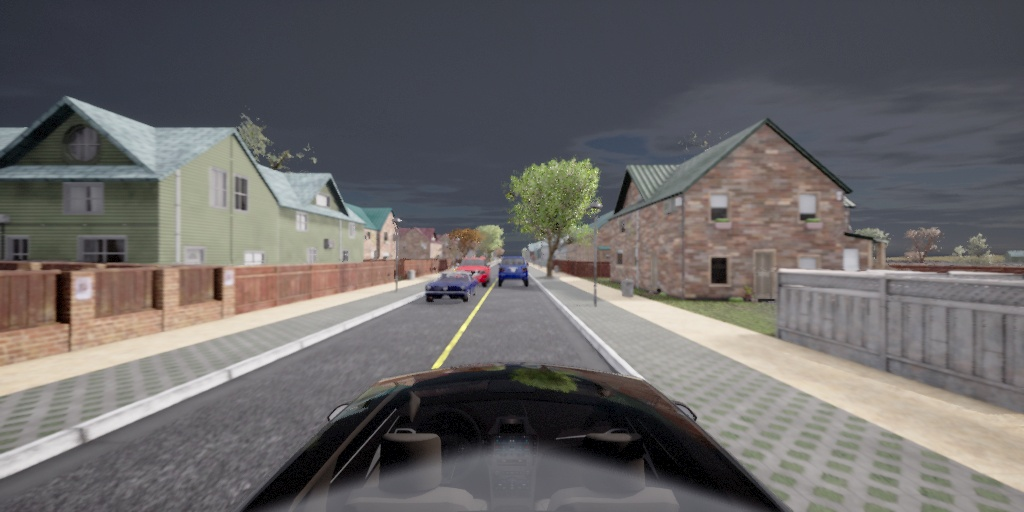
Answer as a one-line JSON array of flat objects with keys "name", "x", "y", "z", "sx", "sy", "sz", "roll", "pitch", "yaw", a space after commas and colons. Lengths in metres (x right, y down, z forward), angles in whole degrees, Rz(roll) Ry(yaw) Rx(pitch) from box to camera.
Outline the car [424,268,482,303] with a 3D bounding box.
[{"name": "car", "x": -2.757, "y": 1.420, "z": 17.139, "sx": 1.895, "sy": 1.301, "sz": 4.718, "roll": 0, "pitch": 0, "yaw": 0}]

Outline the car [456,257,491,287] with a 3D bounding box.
[{"name": "car", "x": -2.734, "y": 1.080, "z": 26.027, "sx": 2.150, "sy": 2.045, "sz": 5.566, "roll": 0, "pitch": 0, "yaw": 0}]

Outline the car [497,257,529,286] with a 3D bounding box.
[{"name": "car", "x": 0.093, "y": 1.080, "z": 26.561, "sx": 2.150, "sy": 2.045, "sz": 5.566, "roll": 0, "pitch": -1, "yaw": 0}]
